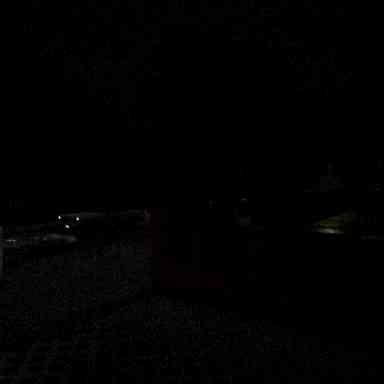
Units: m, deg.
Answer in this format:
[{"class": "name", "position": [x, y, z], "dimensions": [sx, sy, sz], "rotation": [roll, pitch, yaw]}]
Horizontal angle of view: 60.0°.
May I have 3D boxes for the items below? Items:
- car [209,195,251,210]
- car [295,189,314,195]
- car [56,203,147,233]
[{"class": "car", "position": [3.336, 0.939, 28.761], "dimensions": [1.895, 1.301, 4.718], "rotation": [0, 2, 36]}, {"class": "car", "position": [15.508, 0.319, 45.502], "dimensions": [1.812, 1.442, 4.674], "rotation": [0, 1, 36]}, {"class": "car", "position": [-4.664, 1.290, 17.658], "dimensions": [1.895, 1.301, 4.718], "rotation": [0, 1, 36]}]
